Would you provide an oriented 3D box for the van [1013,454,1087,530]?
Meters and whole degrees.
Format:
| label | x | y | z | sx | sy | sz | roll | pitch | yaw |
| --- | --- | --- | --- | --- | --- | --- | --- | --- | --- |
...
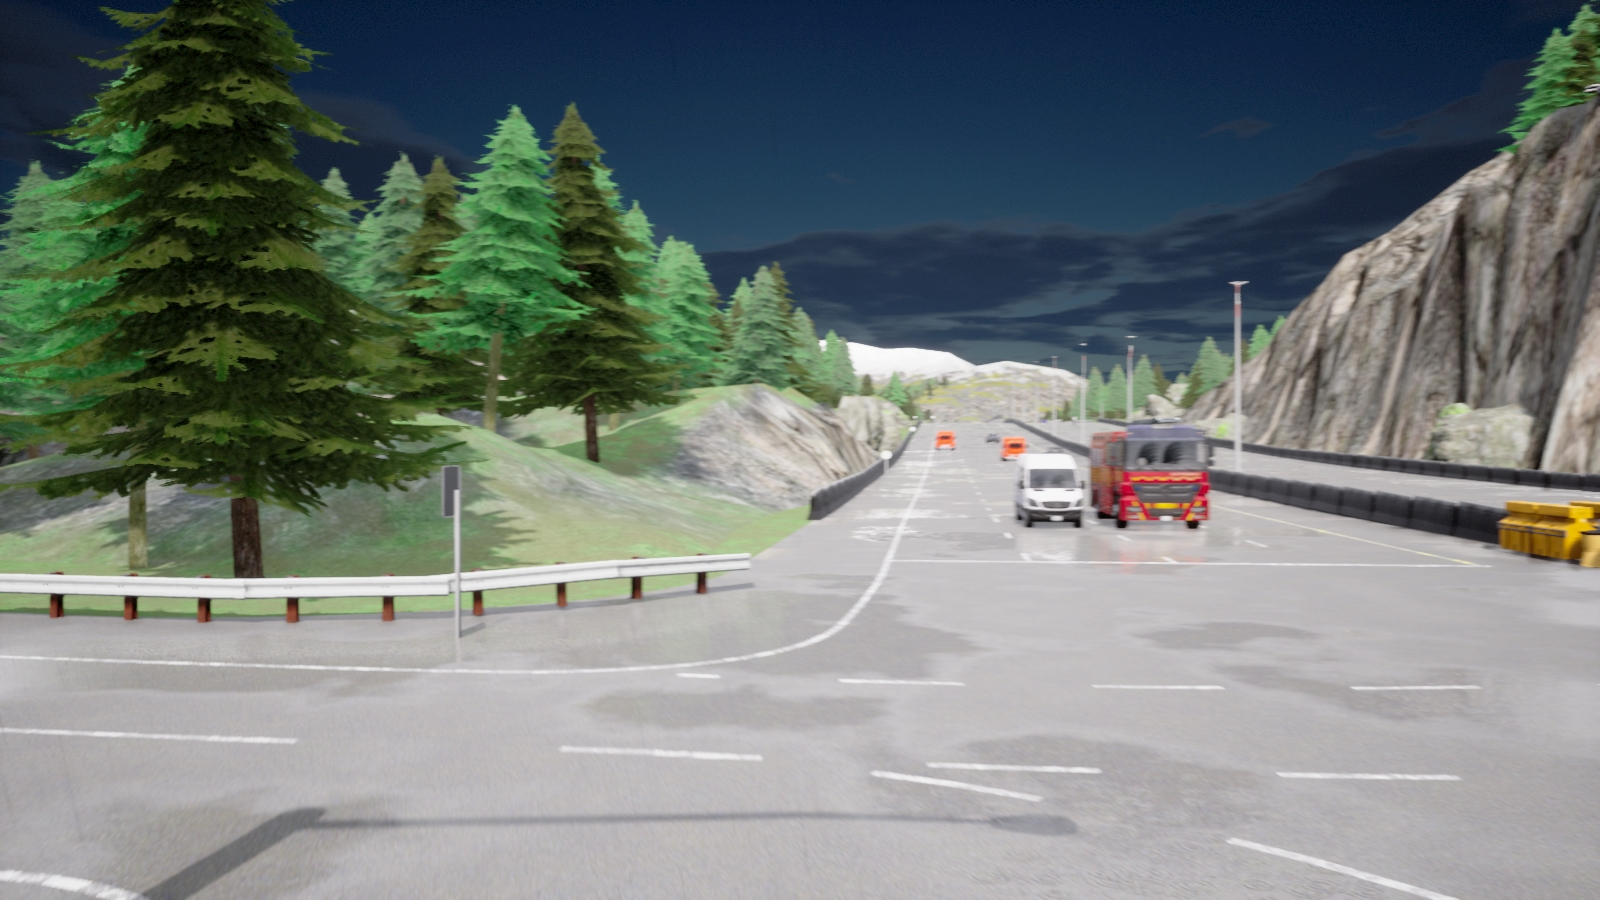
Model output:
| label | x | y | z | sx | sy | sz | roll | pitch | yaw |
| --- | --- | --- | --- | --- | --- | --- | --- | --- | --- |
| van | 9.073 | 1.439 | 41.908 | 1.988 | 2.561 | 5.915 | 0 | 0 | 6 |

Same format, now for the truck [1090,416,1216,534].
| label | x | y | z | sx | sy | sz | roll | pitch | yaw |
| --- | --- | --- | --- | --- | --- | --- | --- | --- | --- |
| truck | 12.546 | 0.788 | 41.396 | 2.891 | 3.827 | 8.468 | 0 | 0 | 7 |
